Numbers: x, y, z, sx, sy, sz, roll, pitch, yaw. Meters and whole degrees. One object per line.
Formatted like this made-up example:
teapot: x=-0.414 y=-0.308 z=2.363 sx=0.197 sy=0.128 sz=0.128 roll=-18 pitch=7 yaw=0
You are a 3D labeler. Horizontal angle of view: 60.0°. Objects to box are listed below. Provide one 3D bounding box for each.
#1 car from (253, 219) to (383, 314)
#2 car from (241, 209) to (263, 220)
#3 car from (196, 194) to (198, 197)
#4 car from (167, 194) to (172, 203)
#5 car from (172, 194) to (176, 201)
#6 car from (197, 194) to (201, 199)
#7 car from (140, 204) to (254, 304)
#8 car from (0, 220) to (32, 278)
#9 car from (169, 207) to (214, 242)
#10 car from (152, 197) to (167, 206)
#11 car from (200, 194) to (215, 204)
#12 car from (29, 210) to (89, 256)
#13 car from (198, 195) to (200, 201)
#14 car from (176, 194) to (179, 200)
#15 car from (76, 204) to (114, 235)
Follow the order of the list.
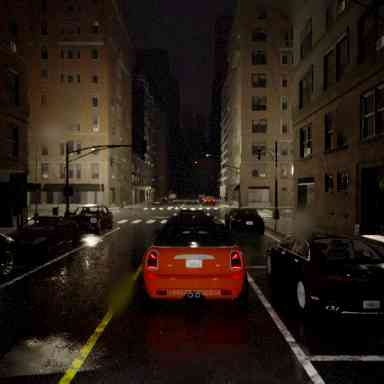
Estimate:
car: x=2.847 y=1.551 z=7.460 sx=2.008 sy=1.369 sz=4.403 roll=0 pitch=0 yaw=0
car: x=2.834 y=1.567 z=18.463 sx=1.947 sy=1.339 sz=4.313 roll=0 pitch=0 yaw=0
car: x=2.840 y=1.561 z=88.007 sx=1.967 sy=1.590 sz=4.097 roll=0 pitch=0 yaw=0
car: x=-5.696 y=1.607 z=66.372 sx=2.008 sy=1.369 sz=4.403 roll=0 pitch=0 yaw=0
car: x=-5.687 y=1.627 z=82.428 sx=1.752 sy=1.417 sz=4.829 roll=0 pitch=0 yaw=0
car: x=2.834 y=1.525 z=77.189 sx=1.967 sy=1.590 sz=4.097 roll=0 pitch=0 yaw=0
car: x=0.053 y=1.352 z=8.322 sx=2.097 sy=1.767 sz=4.553 roll=0 pitch=0 yaw=0
car: x=-5.678 y=1.566 z=7.450 sx=1.947 sy=1.339 sz=4.313 roll=0 pitch=0 yaw=0
car: x=-0.016 y=1.565 z=16.975 sx=1.994 sy=1.385 sz=4.181 roll=0 pitch=0 yaw=0
car: x=-5.703 y=1.618 z=55.556 sx=1.802 sy=1.307 sz=4.206 roll=0 pitch=0 yaw=0
car: x=2.822 y=1.477 z=55.553 sx=1.967 sy=1.590 sz=4.097 roll=0 pitch=0 yaw=0
car: x=-5.685 y=1.582 z=12.951 sx=1.802 sy=1.307 sz=4.206 roll=0 pitch=0 yaw=0
car: x=2.829 y=1.607 z=66.371 sx=2.008 sy=1.369 sz=4.403 roll=0 pitch=0 yaw=0
car: x=-5.682 y=1.458 z=93.416 sx=2.192 sy=1.841 sz=5.009 roll=0 pitch=0 yaw=0
car: x=-5.692 y=1.441 z=18.453 sx=1.967 sy=1.590 sz=4.097 roll=0 pitch=0 yaw=0
